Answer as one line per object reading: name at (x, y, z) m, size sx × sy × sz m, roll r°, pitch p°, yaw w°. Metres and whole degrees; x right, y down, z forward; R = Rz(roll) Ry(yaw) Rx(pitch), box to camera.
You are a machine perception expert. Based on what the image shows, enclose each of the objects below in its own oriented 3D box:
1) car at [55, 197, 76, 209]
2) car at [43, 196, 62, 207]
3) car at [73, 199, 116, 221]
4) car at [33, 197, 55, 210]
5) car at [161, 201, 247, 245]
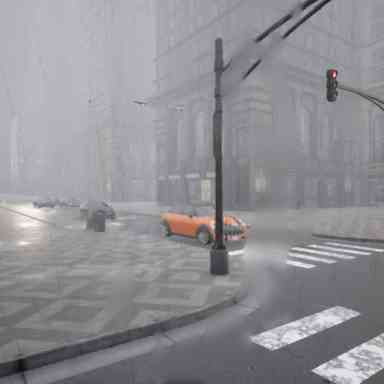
car at (-16.274, 1.489, 44.349) m, size 2.033 × 1.411 × 5.357 m, roll 0°, pitch 0°, yaw -35°
car at (-21.915, 1.446, 52.163) m, size 1.812 × 1.442 × 4.674 m, roll 0°, pitch 0°, yaw -35°
car at (-7.747, 1.492, 26.963) m, size 1.837 × 1.490 × 4.892 m, roll 0°, pitch 0°, yaw -36°
car at (-19.253, 1.425, 43.216) m, size 1.882 × 1.535 × 5.008 m, roll 0°, pitch 0°, yaw -35°
car at (0.439, 1.343, 15.606) m, size 2.097 × 1.767 × 4.553 m, roll 0°, pitch 0°, yaw -37°
